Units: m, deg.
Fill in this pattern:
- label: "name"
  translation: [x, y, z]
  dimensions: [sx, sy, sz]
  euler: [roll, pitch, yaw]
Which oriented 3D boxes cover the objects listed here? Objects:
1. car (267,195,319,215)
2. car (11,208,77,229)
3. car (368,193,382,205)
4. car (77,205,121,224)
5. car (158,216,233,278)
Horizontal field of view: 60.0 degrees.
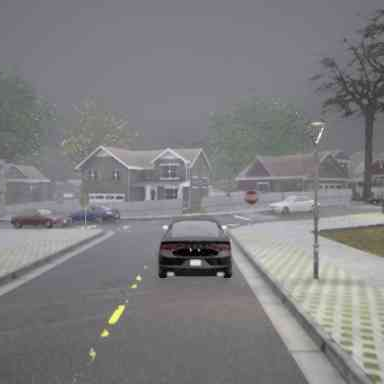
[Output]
- label: "car"
  translation: [8.544, 1.037, 27.944]
  dimensions: [4.674, 1.442, 1.812]
  euler: [-3, 2, -23]
- label: "car"
  translation: [-11.271, 1.923, 24.688]
  dimensions: [4.674, 1.442, 1.812]
  euler: [-2, 0, 21]
- label: "car"
  translation: [20.124, 0.551, 33.292]
  dimensions: [5.357, 1.411, 2.033]
  euler: [-2, 2, -25]
- label: "car"
  translation: [-7.995, 1.783, 26.733]
  dimensions: [4.674, 1.442, 1.812]
  euler: [-2, 0, 21]
- label: "car"
  translation: [0.088, 1.468, 10.095]
  dimensions: [1.882, 1.535, 5.008]
  euler: [0, 0, 0]
